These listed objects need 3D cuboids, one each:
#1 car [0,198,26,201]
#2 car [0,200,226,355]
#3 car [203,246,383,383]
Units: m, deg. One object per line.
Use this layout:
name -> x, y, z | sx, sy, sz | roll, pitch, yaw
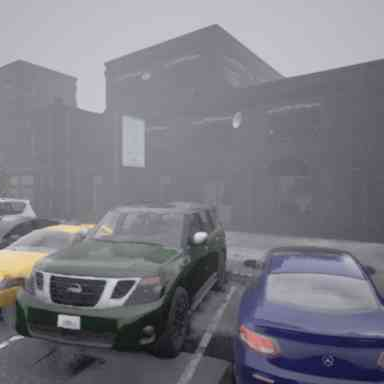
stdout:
car -> -8.063, 1.248, 11.839 | 2.435, 2.045, 5.566 | 0, -1, 16
car -> -0.718, 1.237, 6.607 | 2.435, 2.045, 5.566 | 1, -1, 15
car -> 1.709, 1.526, 4.882 | 2.002, 1.452, 4.674 | 0, -1, 16
